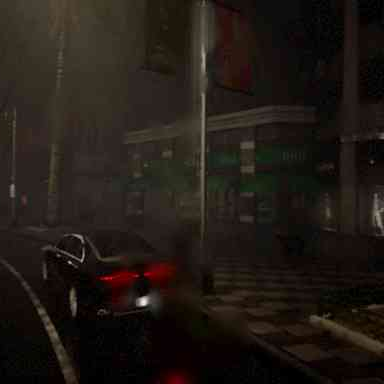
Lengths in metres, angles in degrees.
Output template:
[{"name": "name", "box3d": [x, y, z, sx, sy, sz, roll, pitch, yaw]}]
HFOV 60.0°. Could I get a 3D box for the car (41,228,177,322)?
[{"name": "car", "box3d": [-2.129, 1.590, 7.586, 1.837, 1.490, 4.892, 1, -1, -33]}]
